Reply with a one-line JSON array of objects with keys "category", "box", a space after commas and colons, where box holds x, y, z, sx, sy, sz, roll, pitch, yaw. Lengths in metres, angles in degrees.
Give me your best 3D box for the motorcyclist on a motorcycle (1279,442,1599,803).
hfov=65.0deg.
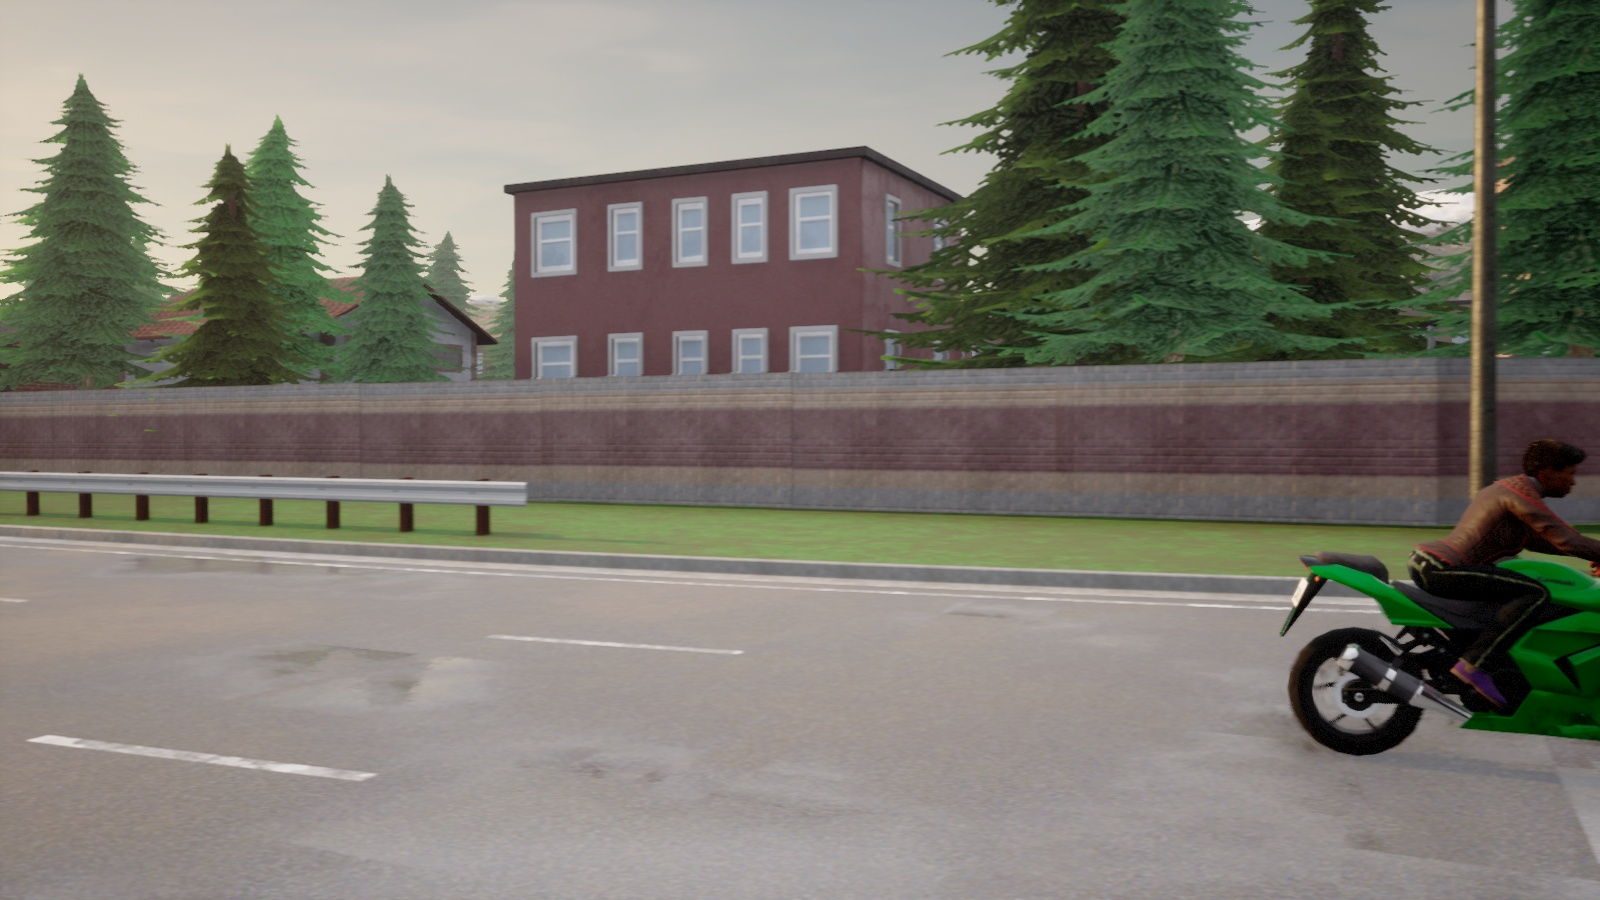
[{"category": "motorcyclist on a motorcycle", "box": [3.323, 0.732, 5.762, 2.044, 1.523, 0.797, 1, 1, 18]}]
